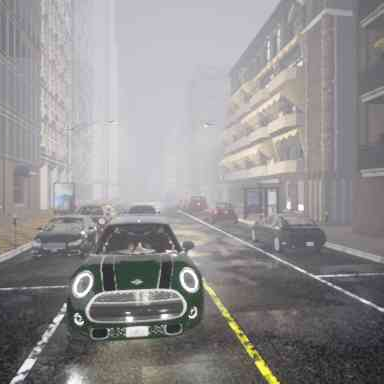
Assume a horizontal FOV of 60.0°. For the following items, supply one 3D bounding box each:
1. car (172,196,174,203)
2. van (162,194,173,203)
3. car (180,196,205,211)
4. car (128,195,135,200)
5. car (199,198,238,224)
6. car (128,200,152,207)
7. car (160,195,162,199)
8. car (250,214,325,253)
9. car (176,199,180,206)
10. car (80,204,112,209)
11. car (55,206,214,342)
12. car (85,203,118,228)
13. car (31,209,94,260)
[{"bbox_3d":[-1.358,1.608,47.109,1.802,1.307,4.206,0,0,-9],"label":"car"},{"bbox_3d":[-4.751,1.391,69.447,1.690,1.788,3.998,0,0,-9],"label":"van"},{"bbox_3d":[0.338,1.334,35.940,2.192,1.841,5.009,0,0,-9],"label":"car"},{"bbox_3d":[-16.429,1.517,90.528,1.967,1.590,4.097,0,0,-9],"label":"car"},{"bbox_3d":[2.034,1.452,24.770,1.967,1.590,4.097,0,0,-9],"label":"car"},{"bbox_3d":[-2.913,1.485,19.469,1.882,1.535,5.008,0,0,-9],"label":"car"},{"bbox_3d":[-5.599,1.623,75.032,1.947,1.339,4.313,0,0,-9],"label":"car"},{"bbox_3d":[3.730,1.556,13.602,2.008,1.369,4.403,0,0,-9],"label":"car"},{"bbox_3d":[-0.510,1.604,41.524,1.802,1.307,4.206,0,0,-9],"label":"car"},{"bbox_3d":[-5.404,1.447,17.929,1.967,1.590,4.097,0,0,-9],"label":"car"},{"bbox_3d":[-1.100,1.354,6.852,2.097,1.767,4.553,0,0,-9],"label":"car"},{"bbox_3d":[-6.226,1.535,23.344,1.752,1.417,4.829,0,0,-9],"label":"car"},{"bbox_3d":[-4.555,1.554,12.343,2.008,1.369,4.403,0,0,-9],"label":"car"}]
